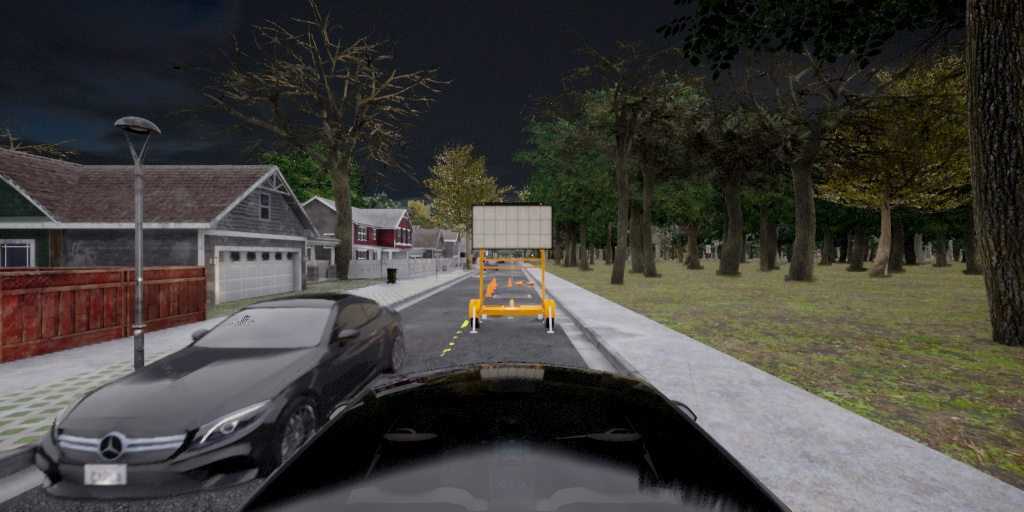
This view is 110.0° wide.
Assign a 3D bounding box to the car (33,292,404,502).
[{"bbox_3d":[-2.848,1.275,4.843,1.812,1.442,4.674,0,0,0],"label":"car"}]

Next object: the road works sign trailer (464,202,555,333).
[{"bbox_3d":[0.009,0.214,10.705,2.380,3.560,2.880,0,0,0],"label":"road works sign trailer"}]

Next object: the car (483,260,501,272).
[{"bbox_3d":[-2.810,1.243,47.266,1.882,1.535,5.008,0,0,0],"label":"car"}]
